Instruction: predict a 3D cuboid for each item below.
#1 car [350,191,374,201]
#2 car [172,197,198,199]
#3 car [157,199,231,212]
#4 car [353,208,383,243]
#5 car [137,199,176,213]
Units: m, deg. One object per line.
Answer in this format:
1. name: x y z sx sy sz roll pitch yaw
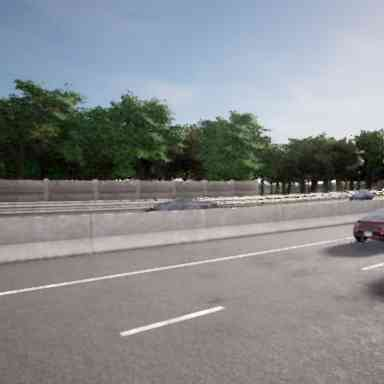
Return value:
1. car: 25.736 0.660 50.233 4.674 1.442 1.812 -2 1 -36
2. car: -1.148 1.230 28.813 4.553 1.767 2.097 -1 1 -35
3. car: 0.518 1.420 21.449 4.892 1.490 1.837 -1 0 -35
4. car: 8.658 1.412 14.078 4.674 1.442 1.812 -1 1 -35
5. car: -1.396 1.460 24.390 5.357 1.411 2.033 -1 0 -35
